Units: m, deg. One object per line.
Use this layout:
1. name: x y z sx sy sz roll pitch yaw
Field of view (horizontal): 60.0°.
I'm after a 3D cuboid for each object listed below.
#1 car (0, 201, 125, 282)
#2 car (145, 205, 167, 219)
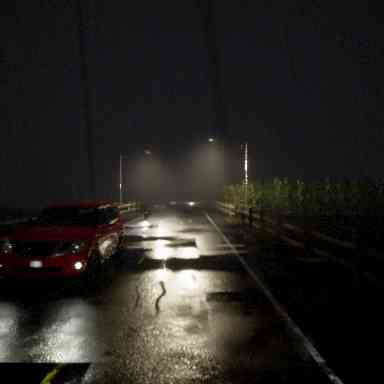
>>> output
1. car: -3.592 1.340 10.448 2.150 2.045 5.566 0 -1 0
2. car: -3.517 2.010 33.005 1.895 1.301 4.718 0 -1 0
